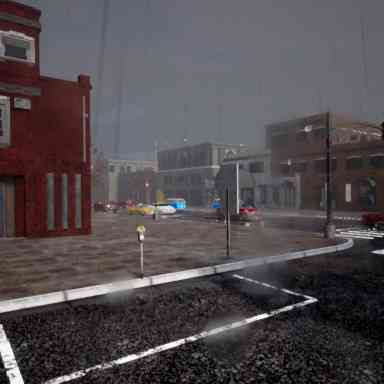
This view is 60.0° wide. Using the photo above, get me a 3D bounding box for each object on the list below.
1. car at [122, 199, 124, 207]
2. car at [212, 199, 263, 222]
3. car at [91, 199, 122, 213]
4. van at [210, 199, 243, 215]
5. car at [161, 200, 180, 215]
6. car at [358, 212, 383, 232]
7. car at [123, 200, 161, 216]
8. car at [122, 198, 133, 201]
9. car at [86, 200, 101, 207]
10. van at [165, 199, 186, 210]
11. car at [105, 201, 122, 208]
[{"bbox_3d":[-13.213,2.237,53.738,1.837,1.490,4.892,-1,-1,-36],"label":"car"},{"bbox_3d":[4.137,1.658,29.798,2.097,1.767,4.553,-1,0,-36],"label":"car"},{"bbox_3d":[-12.708,2.001,48.521,2.192,1.841,5.009,-2,0,-36],"label":"car"},{"bbox_3d":[4.068,1.707,39.693,1.690,1.788,3.998,-2,0,-36],"label":"van"},{"bbox_3d":[-3.786,2.022,40.666,1.812,1.442,4.674,-1,-1,-36],"label":"car"},{"bbox_3d":[12.746,1.653,19.373,5.357,1.411,2.033,-1,0,42],"label":"car"},{"bbox_3d":[-5.930,2.048,39.241,1.752,1.417,4.829,-2,0,-36],"label":"car"},{"bbox_3d":[-12.613,2.085,62.551,2.192,1.841,5.009,-2,0,-36],"label":"car"},{"bbox_3d":[-22.614,2.595,76.266,1.802,1.307,4.206,-2,0,-36],"label":"car"},{"bbox_3d":[-2.604,1.868,48.835,1.690,1.788,3.998,-2,0,-36],"label":"van"},{"bbox_3d":[-15.941,2.433,67.122,1.802,1.307,4.206,-2,0,-36],"label":"car"}]
